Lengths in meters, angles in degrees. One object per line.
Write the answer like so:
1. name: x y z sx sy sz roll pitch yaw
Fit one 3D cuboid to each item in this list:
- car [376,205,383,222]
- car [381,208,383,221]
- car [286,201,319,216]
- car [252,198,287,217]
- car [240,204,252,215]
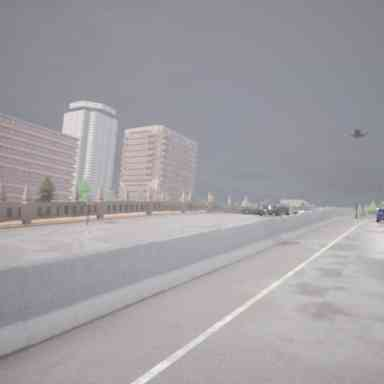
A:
1. car: 16.967 1.823 28.490 1.882 1.535 5.008 0 -2 32
2. car: 22.524 2.556 37.364 1.994 1.385 4.181 0 -5 33
3. car: 11.436 1.869 33.202 2.128 1.511 4.902 0 -2 32
4. car: 8.784 1.620 35.561 2.150 2.045 5.566 0 -3 32
5. car: 7.723 2.137 40.435 2.033 1.411 5.357 0 -3 32
